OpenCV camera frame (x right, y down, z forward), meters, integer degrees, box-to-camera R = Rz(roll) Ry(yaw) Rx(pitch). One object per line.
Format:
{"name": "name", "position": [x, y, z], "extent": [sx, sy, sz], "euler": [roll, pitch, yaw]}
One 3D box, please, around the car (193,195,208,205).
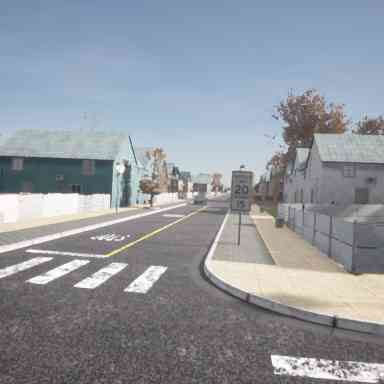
{"name": "car", "position": [1.376, 1.198, 50.750], "extent": [1.837, 1.490, 4.892], "euler": [3, 1, 8]}
